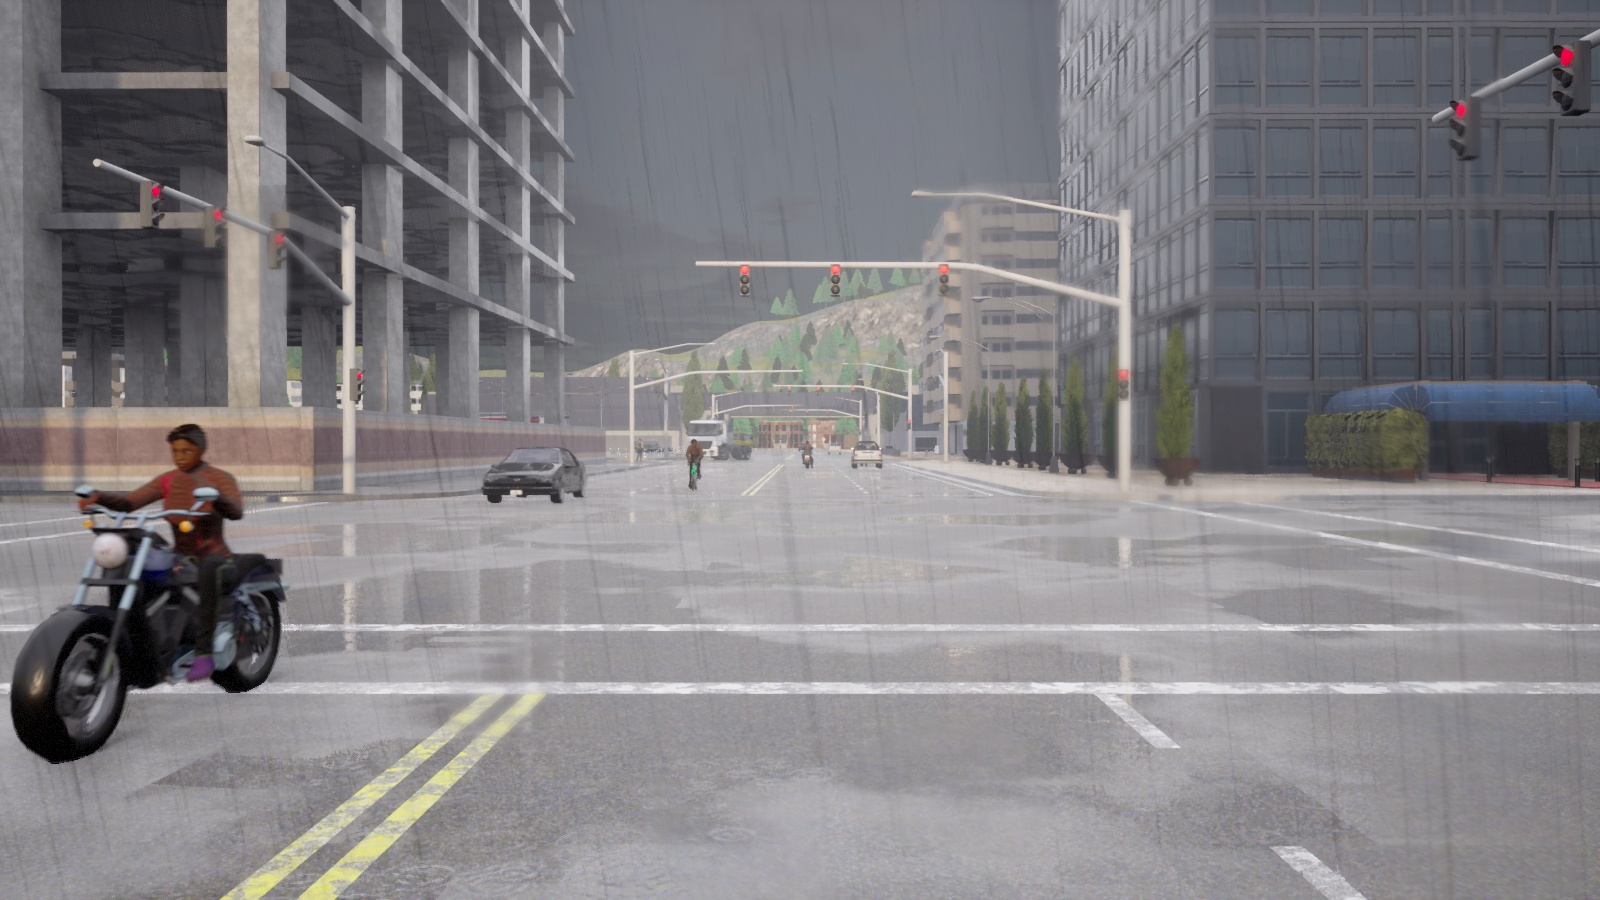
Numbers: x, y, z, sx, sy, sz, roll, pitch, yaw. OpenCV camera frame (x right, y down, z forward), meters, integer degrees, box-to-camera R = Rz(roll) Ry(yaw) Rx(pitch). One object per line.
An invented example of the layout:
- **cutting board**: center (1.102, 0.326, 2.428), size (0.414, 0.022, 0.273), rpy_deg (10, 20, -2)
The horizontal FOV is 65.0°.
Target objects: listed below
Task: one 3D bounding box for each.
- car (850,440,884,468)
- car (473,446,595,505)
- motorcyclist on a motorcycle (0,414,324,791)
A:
- **car**: center (3.927, 0.229, 74.133), size (1.851, 1.617, 3.988), rpy_deg (0, 0, 1)
- **car**: center (-6.802, 0.604, 32.726), size (2.033, 1.411, 5.357), rpy_deg (0, 0, 0)
- **motorcyclist on a motorcycle**: center (-3.415, 0.656, 6.679), size (0.766, 1.649, 2.350), rpy_deg (0, 1, 3)
